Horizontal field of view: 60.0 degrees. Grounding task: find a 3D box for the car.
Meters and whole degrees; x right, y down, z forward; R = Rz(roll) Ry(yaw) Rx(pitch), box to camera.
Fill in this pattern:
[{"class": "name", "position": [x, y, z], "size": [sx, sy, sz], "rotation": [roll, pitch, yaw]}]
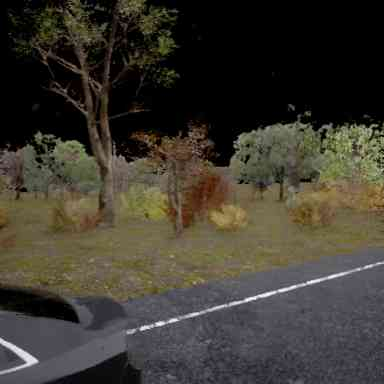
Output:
[{"class": "car", "position": [-2.708, 1.512, 2.076], "size": [4.892, 1.490, 1.837], "rotation": [0, 0, -36]}]
